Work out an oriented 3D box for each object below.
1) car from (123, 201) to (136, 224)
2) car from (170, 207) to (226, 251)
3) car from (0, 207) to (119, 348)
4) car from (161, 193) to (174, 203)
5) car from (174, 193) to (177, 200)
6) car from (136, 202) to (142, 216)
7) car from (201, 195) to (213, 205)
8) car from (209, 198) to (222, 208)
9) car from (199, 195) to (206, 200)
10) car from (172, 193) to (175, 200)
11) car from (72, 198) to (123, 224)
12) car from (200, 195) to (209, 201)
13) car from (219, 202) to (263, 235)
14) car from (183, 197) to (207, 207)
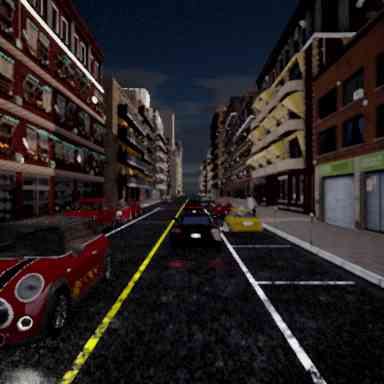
[{"bbox_3d":[-5.609,1.424,24.121,1.967,1.590,4.097,0,0,0],"label":"car"},{"bbox_3d":[0.145,1.555,14.067,1.994,1.385,4.181,0,0,0],"label":"car"},{"bbox_3d":[-3.081,1.348,6.595,2.097,1.767,4.553,0,0,0],"label":"car"},{"bbox_3d":[-5.450,1.499,69.210,2.008,1.369,4.403,0,0,0],"label":"car"},{"bbox_3d":[-5.390,1.479,86.120,1.887,1.381,4.507,0,0,0],"label":"car"},{"bbox_3d":[-5.589,1.524,29.758,1.887,1.381,4.507,0,0,0],"label":"car"},{"bbox_3d":[2.871,1.514,52.268,2.008,1.369,4.403,0,0,0],"label":"car"},{"bbox_3d":[2.791,1.525,29.724,1.887,1.381,4.507,0,0,0],"label":"car"},{"bbox_3d":[3.010,1.512,91.722,1.802,1.307,4.206,0,0,0],"label":"car"},{"bbox_3d":[-5.430,1.494,74.847,2.008,1.369,4.403,0,0,0],"label":"car"},{"bbox_3d":[-5.628,1.303,18.485,2.192,1.841,5.009,0,0,0],"label":"car"},{"bbox_3d":[2.970,1.505,80.450,1.947,1.339,4.313,0,0,0],"label":"car"},{"bbox_3d":[2.752,1.513,18.622,1.752,1.417,4.829,0,0,0],"label":"car"},{"bbox_3d":[0.205,1.484,31.220,1.837,1.490,4.892,0,0,0],"label":"car"}]
